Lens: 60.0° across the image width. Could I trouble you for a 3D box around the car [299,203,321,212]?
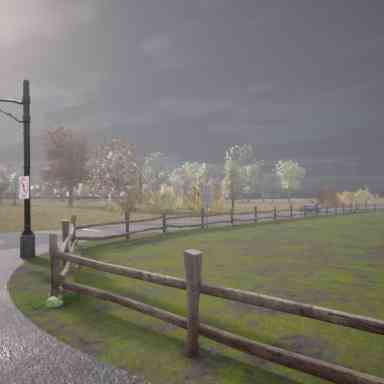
[{"bbox_3d":[18.897,2.449,52.982,2.033,1.411,5.357,-1,-2,40],"label":"car"}]
